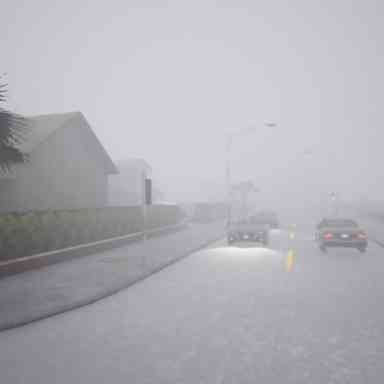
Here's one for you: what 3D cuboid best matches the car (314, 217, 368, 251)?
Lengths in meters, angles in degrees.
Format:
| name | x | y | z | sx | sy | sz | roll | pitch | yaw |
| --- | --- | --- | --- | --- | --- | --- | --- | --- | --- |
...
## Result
| name | x | y | z | sx | sy | sz | roll | pitch | yaw |
| --- | --- | --- | --- | --- | --- | --- | --- | --- | --- |
| car | 6.901 | 1.879 | 15.749 | 2.033 | 1.411 | 5.357 | -2 | -2 | 18 |

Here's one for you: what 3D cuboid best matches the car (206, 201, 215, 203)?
| name | x | y | z | sx | sy | sz | roll | pitch | yaw |
| --- | --- | --- | --- | --- | --- | --- | --- | --- | --- |
| car | 3.500 | 2.969 | 71.187 | 3.866 | 1.878 | 1.905 | 0 | -2 | -38 |

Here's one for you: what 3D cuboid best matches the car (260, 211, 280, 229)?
| name | x | y | z | sx | sy | sz | roll | pitch | yaw |
| --- | --- | --- | --- | --- | --- | --- | --- | --- | --- |
| car | 6.237 | 2.248 | 27.620 | 1.994 | 1.385 | 4.181 | -2 | -2 | 18 |

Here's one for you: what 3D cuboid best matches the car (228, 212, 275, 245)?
| name | x | y | z | sx | sy | sz | roll | pitch | yaw |
| --- | --- | --- | --- | --- | --- | --- | --- | --- | --- |
| car | 3.223 | 2.033 | 18.105 | 1.994 | 1.385 | 4.181 | -2 | -2 | 17 |
